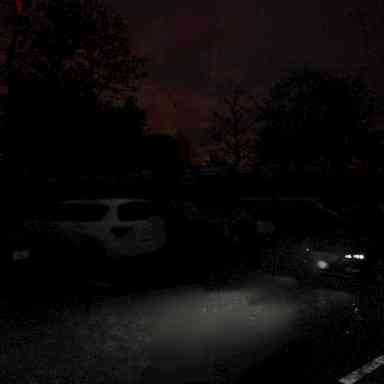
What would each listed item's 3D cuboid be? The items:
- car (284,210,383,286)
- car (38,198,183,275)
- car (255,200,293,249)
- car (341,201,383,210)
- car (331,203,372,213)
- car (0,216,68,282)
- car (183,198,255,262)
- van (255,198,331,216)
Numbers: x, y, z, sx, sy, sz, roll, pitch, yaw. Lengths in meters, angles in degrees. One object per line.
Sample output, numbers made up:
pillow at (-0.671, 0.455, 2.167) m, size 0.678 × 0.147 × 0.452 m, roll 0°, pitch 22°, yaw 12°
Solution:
car at (5.153, 1.487, 9.473) m, size 4.902 × 1.511 × 2.128 m, roll 0°, pitch 0°, yaw -35°
car at (-3.344, 1.231, 10.655) m, size 5.566 × 2.045 × 2.435 m, roll -1°, pitch 0°, yaw 35°
car at (1.586, 1.356, 14.176) m, size 4.553 × 1.767 × 2.185 m, roll -1°, pitch -1°, yaw 34°
car at (9.019, 1.353, 19.376) m, size 4.553 × 1.767 × 2.185 m, roll -1°, pitch 0°, yaw 35°
car at (6.532, 1.481, 17.661) m, size 4.892 × 1.521 × 2.231 m, roll -1°, pitch -1°, yaw 35°
car at (-5.805, 1.513, 8.898) m, size 4.792 × 1.488 × 2.163 m, roll -1°, pitch 0°, yaw 35°
car at (-0.827, 1.230, 12.396) m, size 5.566 × 2.045 × 2.435 m, roll -1°, pitch -1°, yaw 34°
van at (3.973, 1.256, 15.967) m, size 4.442 × 1.987 × 1.878 m, roll -1°, pitch 0°, yaw 35°
